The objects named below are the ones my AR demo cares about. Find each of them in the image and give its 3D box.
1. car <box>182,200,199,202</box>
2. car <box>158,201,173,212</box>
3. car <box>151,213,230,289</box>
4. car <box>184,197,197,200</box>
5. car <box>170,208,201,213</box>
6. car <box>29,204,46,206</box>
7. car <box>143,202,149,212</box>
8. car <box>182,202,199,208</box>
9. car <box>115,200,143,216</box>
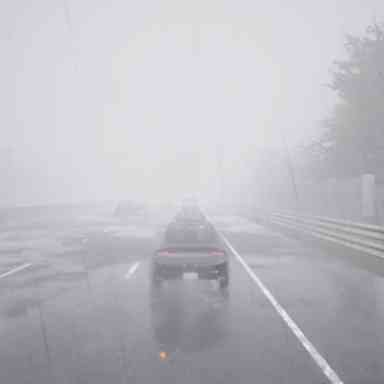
[{"bbox_3d":[-0.123,1.923,36.827,1.994,1.385,4.181,0,-1,-1],"label":"car"},{"bbox_3d":[-3.710,2.006,47.025,2.033,1.411,5.357,0,-1,0],"label":"car"},{"bbox_3d":[-0.043,1.585,9.451,2.128,1.511,4.902,0,-1,0],"label":"car"},{"bbox_3d":[-0.207,1.673,46.317,2.150,2.045,5.566,0,-1,0],"label":"car"},{"bbox_3d":[-0.103,1.785,18.791,1.895,1.301,4.718,0,-1,0],"label":"car"},{"bbox_3d":[-17.740,2.003,38.023,1.895,1.301,4.718,0,-1,0],"label":"car"},{"bbox_3d":[-7.198,2.053,46.396,1.895,1.301,4.718,0,-1,0],"label":"car"},{"bbox_3d":[-0.172,1.826,28.559,2.033,1.411,5.357,0,-1,0],"label":"car"},{"bbox_3d":[-7.133,1.713,36.928,2.097,1.767,4.553,0,-1,-1],"label":"car"}]
